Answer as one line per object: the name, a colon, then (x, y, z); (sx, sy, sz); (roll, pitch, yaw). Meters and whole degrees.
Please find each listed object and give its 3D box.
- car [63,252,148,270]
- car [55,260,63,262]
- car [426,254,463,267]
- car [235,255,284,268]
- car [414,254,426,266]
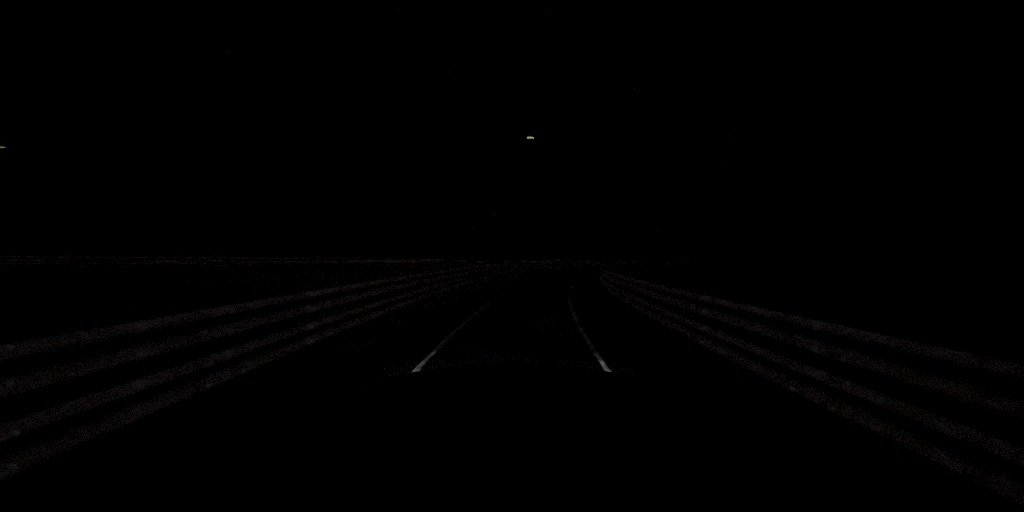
car: (-36.113, 0.381, 32.224); (1.837, 1.490, 4.892); (1, 0, 43)
car: (-41.891, 0.338, 36.301); (2.033, 1.411, 5.357); (1, 0, 43)
car: (-10.717, 0.742, 59.141); (2.150, 2.045, 5.566); (1, 0, 43)
car: (-30.435, 0.626, 43.344); (2.128, 1.511, 4.902); (1, 0, 43)
car: (-13.293, 0.731, 61.513); (2.150, 2.045, 5.566); (1, 0, 43)
